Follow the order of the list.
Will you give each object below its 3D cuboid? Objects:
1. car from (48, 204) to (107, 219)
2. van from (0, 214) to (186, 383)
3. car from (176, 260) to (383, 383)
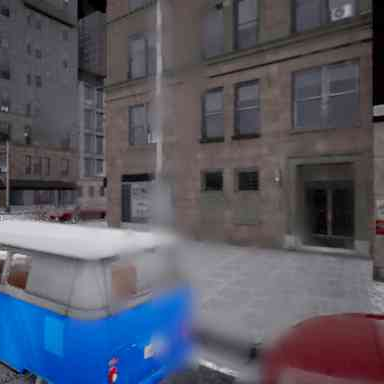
[{"bbox_3d":[-8.107,1.574,24.945,1.895,1.301,4.718,0,0,36],"label":"car"},{"bbox_3d":[-1.894,1.340,4.432,3.998,1.788,1.690,0,0,36],"label":"van"},{"bbox_3d":[2.602,1.315,1.225,5.009,1.841,2.192,0,0,36],"label":"car"}]
